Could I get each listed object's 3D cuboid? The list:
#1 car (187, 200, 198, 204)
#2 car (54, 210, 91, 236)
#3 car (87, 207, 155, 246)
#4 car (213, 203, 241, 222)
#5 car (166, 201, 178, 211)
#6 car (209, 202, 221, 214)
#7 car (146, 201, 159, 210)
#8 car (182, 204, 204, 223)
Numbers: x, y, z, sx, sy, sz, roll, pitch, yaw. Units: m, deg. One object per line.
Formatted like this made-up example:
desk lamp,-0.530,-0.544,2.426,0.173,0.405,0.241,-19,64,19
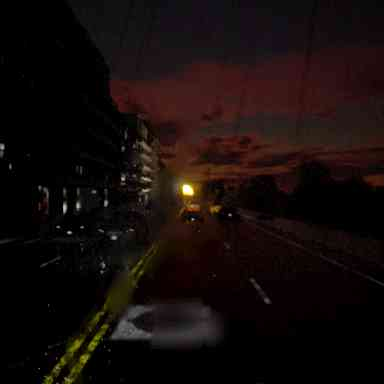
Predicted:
car,0.072,1.982,44.834,2.097,1.767,4.553,0,-1,0
car,-6.568,1.836,20.517,2.033,1.411,5.357,0,-1,0
car,-3.335,1.725,16.727,2.128,1.511,4.902,0,-1,0
car,3.329,1.997,31.044,1.994,1.385,4.181,0,-1,0
car,-3.330,2.266,55.728,1.882,1.535,5.008,0,-1,0
car,3.324,2.121,45.779,1.882,1.535,5.008,0,0,0
car,-6.580,2.281,55.749,2.128,1.511,4.902,0,-1,0
car,0.077,2.019,29.889,1.895,1.301,4.718,0,-1,0
